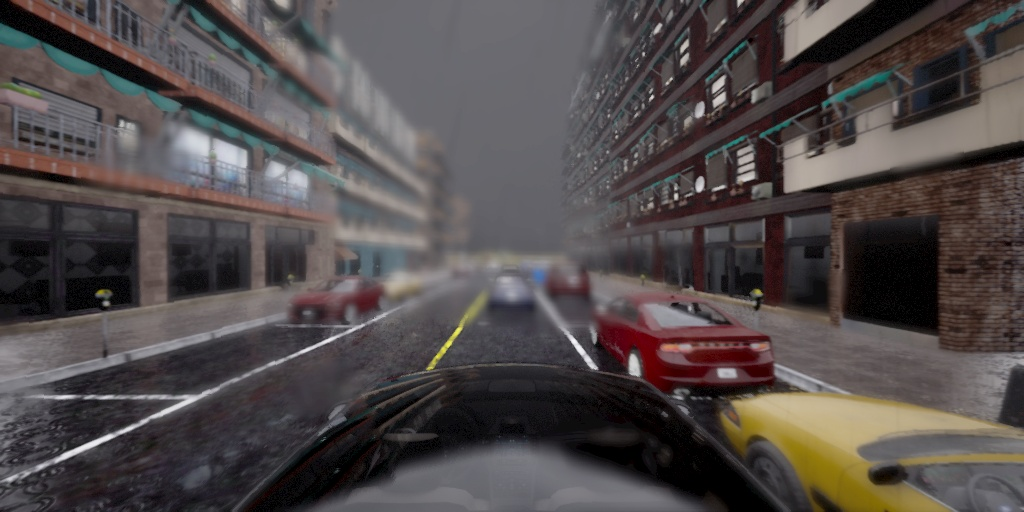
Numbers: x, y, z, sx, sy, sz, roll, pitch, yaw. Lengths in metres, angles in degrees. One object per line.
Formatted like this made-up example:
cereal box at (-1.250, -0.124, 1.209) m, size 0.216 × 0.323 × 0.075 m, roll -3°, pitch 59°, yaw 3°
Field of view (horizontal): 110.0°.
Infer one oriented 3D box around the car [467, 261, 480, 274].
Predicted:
car at (-5.685, 1.756, 46.301) m, size 2.007 × 1.370 × 4.403 m, roll 0°, pitch 0°, yaw 0°

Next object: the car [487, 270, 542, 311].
car at (0.017, 1.458, 15.267) m, size 1.994 × 1.385 × 4.181 m, roll 0°, pitch -1°, yaw 1°

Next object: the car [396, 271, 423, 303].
car at (-5.689, 1.447, 17.804) m, size 1.751 × 1.417 × 4.829 m, roll 0°, pitch 0°, yaw 0°

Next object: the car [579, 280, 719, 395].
car at (2.690, 1.348, 6.694) m, size 1.888 × 1.381 × 4.507 m, roll 0°, pitch 0°, yaw 0°

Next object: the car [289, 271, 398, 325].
car at (-5.690, 1.407, 12.308) m, size 1.888 × 1.381 × 4.507 m, roll 0°, pitch 0°, yaw 0°

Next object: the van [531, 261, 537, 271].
van at (2.694, 1.379, 29.353) m, size 1.690 × 1.789 × 3.998 m, roll 0°, pitch 0°, yaw 0°

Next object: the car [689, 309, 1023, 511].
car at (2.689, 1.268, 1.200) m, size 1.751 × 1.417 × 4.829 m, roll 0°, pitch 0°, yaw 0°

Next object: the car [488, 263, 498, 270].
car at (-3.039, 1.881, 62.184) m, size 1.812 × 1.442 × 4.674 m, roll 0°, pitch 0°, yaw 1°

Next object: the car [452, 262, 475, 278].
car at (-5.686, 1.696, 40.635) m, size 1.888 × 1.381 × 4.507 m, roll 0°, pitch 0°, yaw 0°

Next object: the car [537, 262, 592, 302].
car at (2.692, 1.237, 18.024) m, size 2.192 × 1.841 × 5.009 m, roll 0°, pitch 0°, yaw 0°

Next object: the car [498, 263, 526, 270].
car at (0.021, 1.555, 30.331) m, size 1.837 × 1.490 × 4.892 m, roll 0°, pitch 0°, yaw 0°

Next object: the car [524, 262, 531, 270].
car at (2.695, 1.702, 40.684) m, size 2.007 × 1.370 × 4.403 m, roll 0°, pitch 0°, yaw 0°
